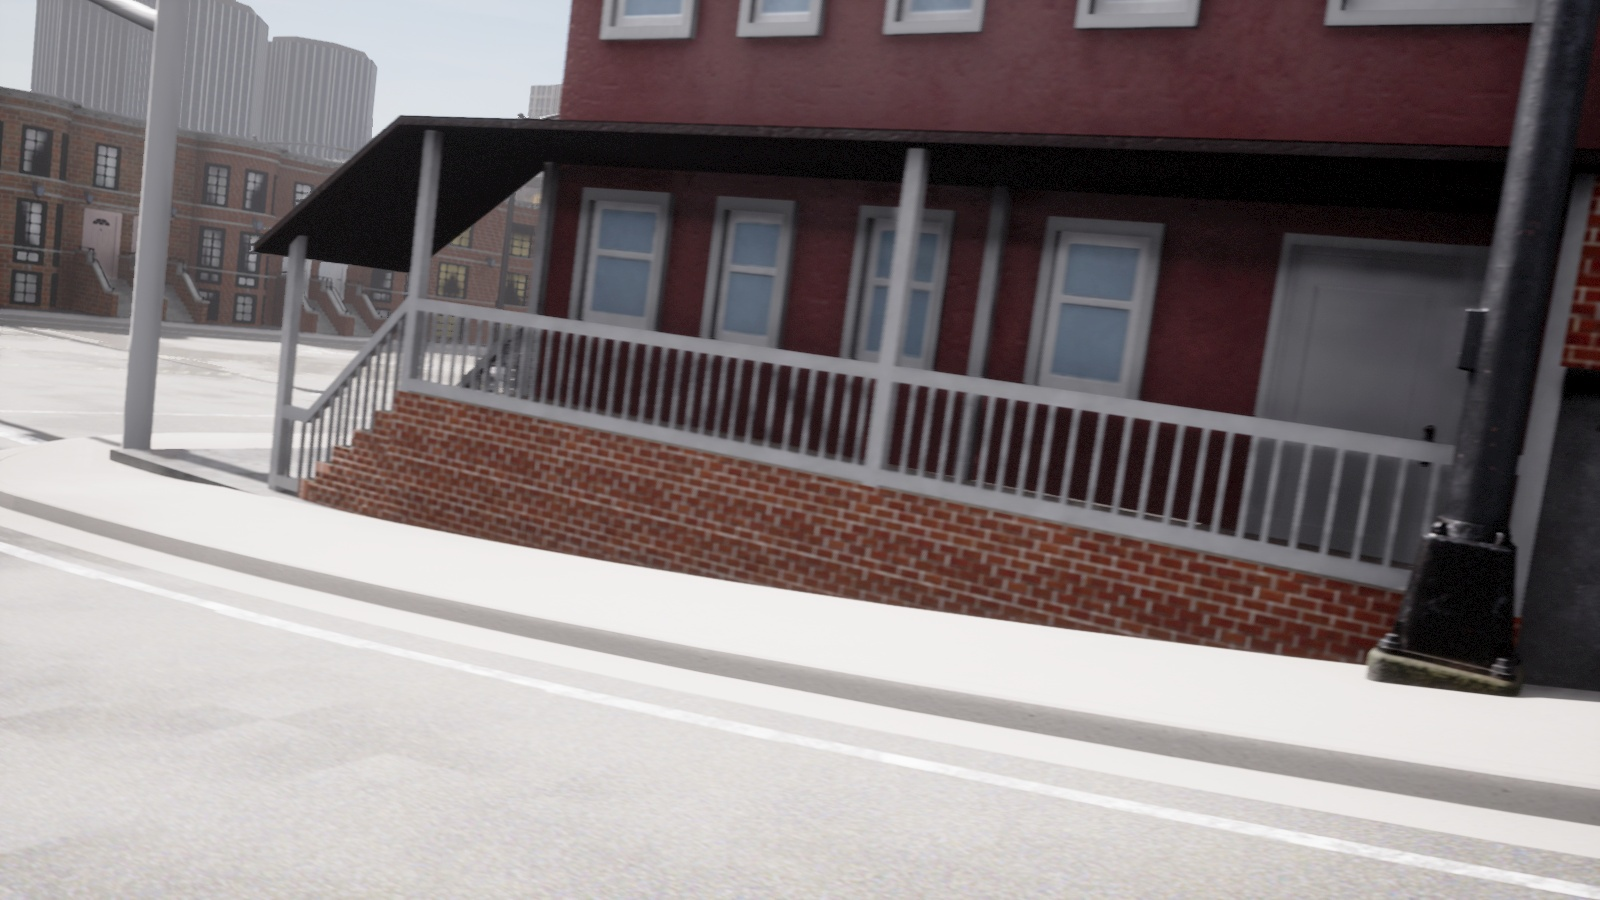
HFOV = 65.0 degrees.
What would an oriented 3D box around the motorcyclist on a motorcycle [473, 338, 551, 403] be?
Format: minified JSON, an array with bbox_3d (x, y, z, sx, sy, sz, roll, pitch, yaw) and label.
[{"bbox_3d":[-7.708,-2.119,33.674,0.866,1.590,1.817,10,6,34],"label":"motorcyclist on a motorcycle"}]
